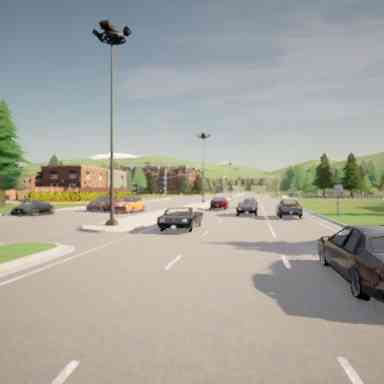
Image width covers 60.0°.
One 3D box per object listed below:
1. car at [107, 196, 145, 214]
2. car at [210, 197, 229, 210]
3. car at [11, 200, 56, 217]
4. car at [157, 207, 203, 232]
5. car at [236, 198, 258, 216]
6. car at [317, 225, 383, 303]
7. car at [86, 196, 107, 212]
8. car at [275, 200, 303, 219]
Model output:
[{"bbox_3d":[-6.312,1.219,33.318,2.097,1.767,4.553,0,0,11],"label":"car"},{"bbox_3d":[3.335,1.332,40.169,1.882,1.535,5.008,0,0,11],"label":"car"},{"bbox_3d":[-14.114,1.433,29.770,1.994,1.385,4.181,0,0,11],"label":"car"},{"bbox_3d":[-0.551,1.526,19.621,1.895,1.301,4.718,0,0,10],"label":"car"},{"bbox_3d":[5.191,1.491,31.179,1.895,1.301,4.718,0,0,11],"label":"car"},{"bbox_3d":[4.492,1.522,8.096,2.033,1.411,5.357,0,0,9],"label":"car"},{"bbox_3d":[-9.436,1.206,35.616,2.097,1.767,4.553,0,0,11],"label":"car"},{"bbox_3d":[8.216,1.396,28.336,2.128,1.511,4.902,0,0,11],"label":"car"}]
